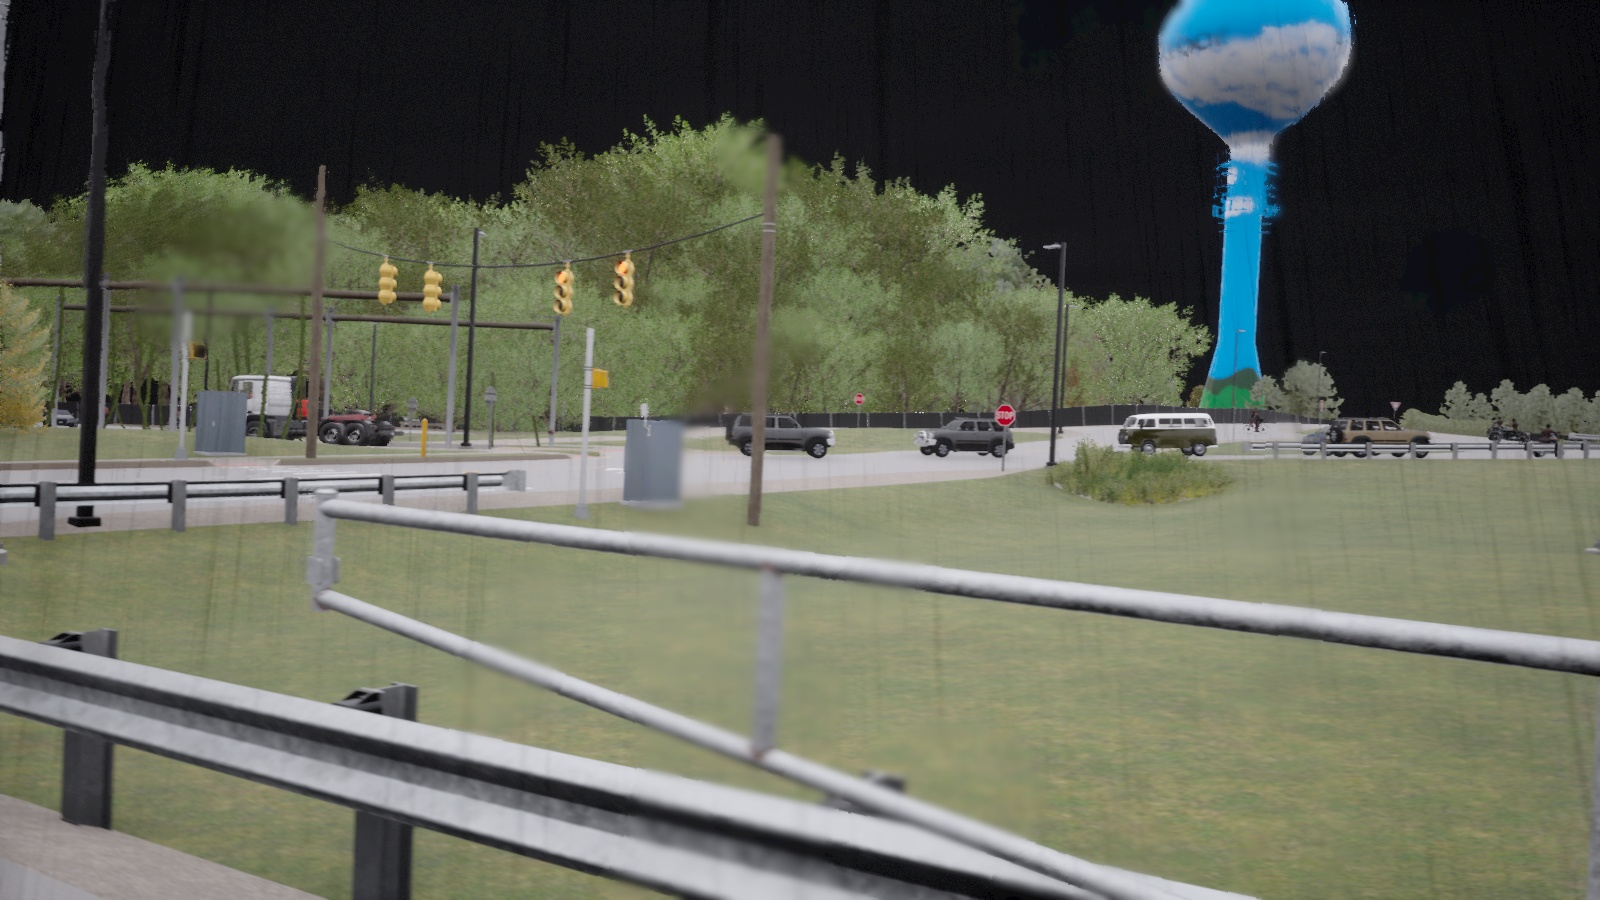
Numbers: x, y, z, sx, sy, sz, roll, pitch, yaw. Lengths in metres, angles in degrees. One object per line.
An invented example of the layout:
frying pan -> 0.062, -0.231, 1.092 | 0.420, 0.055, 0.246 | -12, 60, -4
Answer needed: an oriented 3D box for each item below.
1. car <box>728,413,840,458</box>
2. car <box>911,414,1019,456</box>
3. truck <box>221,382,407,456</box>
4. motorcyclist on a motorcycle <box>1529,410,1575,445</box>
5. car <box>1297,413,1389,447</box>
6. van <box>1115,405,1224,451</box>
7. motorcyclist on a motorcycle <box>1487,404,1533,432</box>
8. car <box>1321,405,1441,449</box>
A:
car -> -0.707, -0.602, 53.013 | 4.605, 1.855, 1.932 | 0, 1, -5
car -> 7.647, -0.739, 58.279 | 4.605, 1.855, 1.932 | 0, 3, -18
truck -> -23.489, -1.475, 60.859 | 7.936, 3.462, 2.891 | 0, 0, 7
motorcyclist on a motorcycle -> 35.629, -1.082, 59.505 | 2.350, 1.649, 0.766 | -1, 2, -29
car -> 26.172, -0.957, 60.544 | 3.705, 1.549, 1.789 | -1, 1, -10
van -> 17.493, -1.039, 59.621 | 4.480, 2.038, 2.069 | -1, 1, -4
motorcyclist on a motorcycle -> 43.943, -1.979, 77.777 | 0.766, 1.649, 2.350 | -3, 5, -34
car -> 26.112, -1.040, 56.508 | 4.605, 1.855, 1.932 | -1, 1, -7
